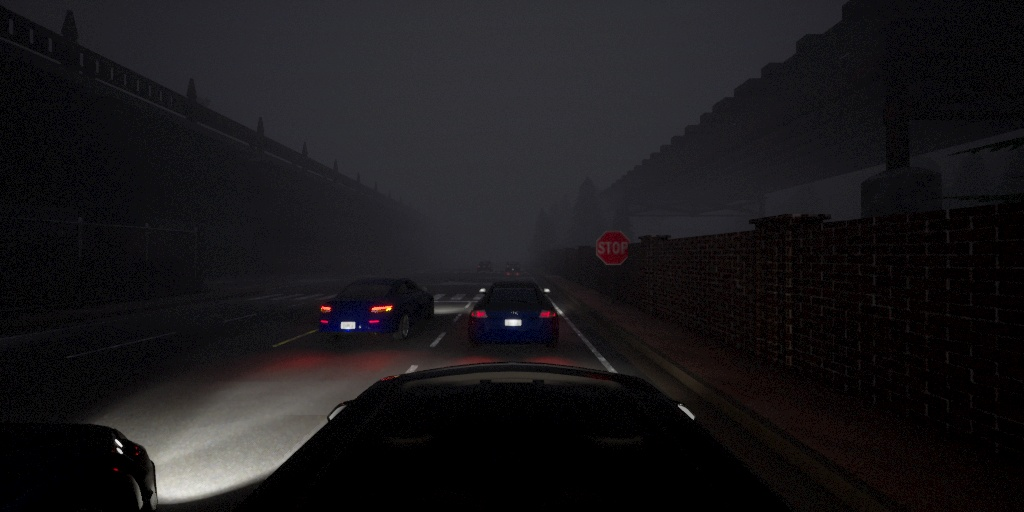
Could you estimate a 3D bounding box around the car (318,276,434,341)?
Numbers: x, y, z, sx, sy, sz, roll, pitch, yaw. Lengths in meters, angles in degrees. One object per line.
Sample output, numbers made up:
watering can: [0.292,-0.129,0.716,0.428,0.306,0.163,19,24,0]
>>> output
car: [-3.416,1.276,9.759,1.812,1.442,4.674,0,0,0]

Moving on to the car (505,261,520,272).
car: [0.082,1.351,46.056,1.895,1.301,4.718,0,0,-1]

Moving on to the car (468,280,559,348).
car: [0.066,1.314,9.238,1.994,1.385,4.181,0,0,1]

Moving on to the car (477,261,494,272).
car: [-3.413,1.297,45.889,2.033,1.411,5.357,0,0,-1]

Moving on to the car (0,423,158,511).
car: [-3.398,1.314,0.663,1.994,1.385,4.181,0,0,0]
